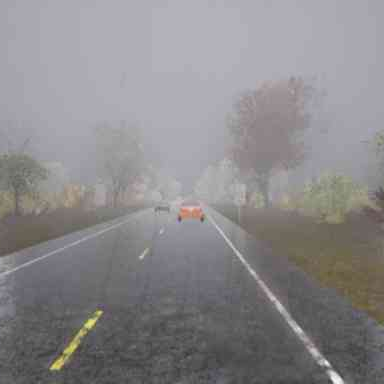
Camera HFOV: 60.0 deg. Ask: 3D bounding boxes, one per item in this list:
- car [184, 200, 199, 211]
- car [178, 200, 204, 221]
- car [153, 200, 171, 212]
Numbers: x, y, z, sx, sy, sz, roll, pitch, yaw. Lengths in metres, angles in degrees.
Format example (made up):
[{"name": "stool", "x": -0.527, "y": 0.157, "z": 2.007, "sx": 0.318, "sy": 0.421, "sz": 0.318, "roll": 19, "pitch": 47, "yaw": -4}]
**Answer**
[{"name": "car", "x": -0.083, "y": 1.830, "z": 44.795, "sx": 1.895, "sy": 1.301, "sz": 4.718, "roll": 0, "pitch": 0, "yaw": 0}, {"name": "car", "x": -0.075, "y": 1.481, "z": 28.717, "sx": 2.097, "sy": 1.767, "sz": 4.553, "roll": 0, "pitch": 0, "yaw": 0}, {"name": "car", "x": -3.648, "y": 1.729, "z": 41.699, "sx": 1.837, "sy": 1.490, "sz": 4.892, "roll": 0, "pitch": -1, "yaw": 0}]
